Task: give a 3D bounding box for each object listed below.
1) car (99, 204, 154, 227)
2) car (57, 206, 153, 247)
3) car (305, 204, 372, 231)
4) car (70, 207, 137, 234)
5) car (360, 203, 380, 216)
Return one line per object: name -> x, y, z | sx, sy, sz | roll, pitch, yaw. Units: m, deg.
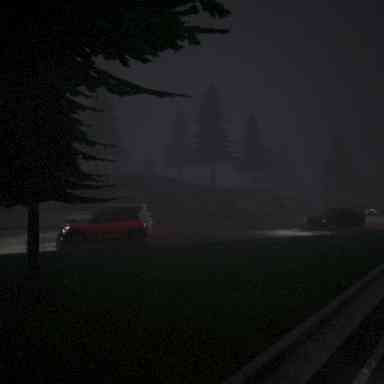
car -> -5.246, 1.794, 21.183 | 5.566, 2.045, 2.150 | 0, -1, -21
car -> -4.698, 1.835, 17.664 | 4.553, 1.767, 2.097 | 0, -1, -22
car -> 10.371, 1.864, 23.990 | 5.008, 1.535, 1.882 | 0, -2, -30
car -> -6.534, 2.020, 24.461 | 4.553, 1.767, 2.097 | 0, -1, -21
car -> 20.490, 2.080, 39.453 | 4.892, 1.490, 1.837 | 0, -2, -37
